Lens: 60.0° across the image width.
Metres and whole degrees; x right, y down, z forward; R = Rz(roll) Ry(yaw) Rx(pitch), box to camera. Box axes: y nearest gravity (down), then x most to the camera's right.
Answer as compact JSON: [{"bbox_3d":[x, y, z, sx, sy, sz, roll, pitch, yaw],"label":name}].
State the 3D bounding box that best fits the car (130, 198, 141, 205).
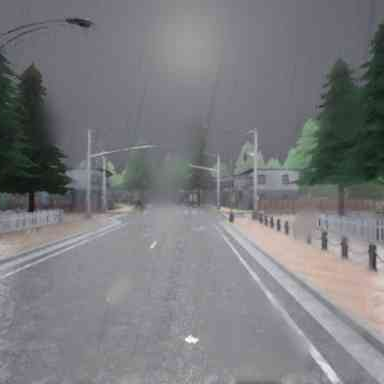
[{"bbox_3d":[-13.309,2.199,80.209,2.097,1.767,4.553,0,-1,-31],"label":"car"}]
